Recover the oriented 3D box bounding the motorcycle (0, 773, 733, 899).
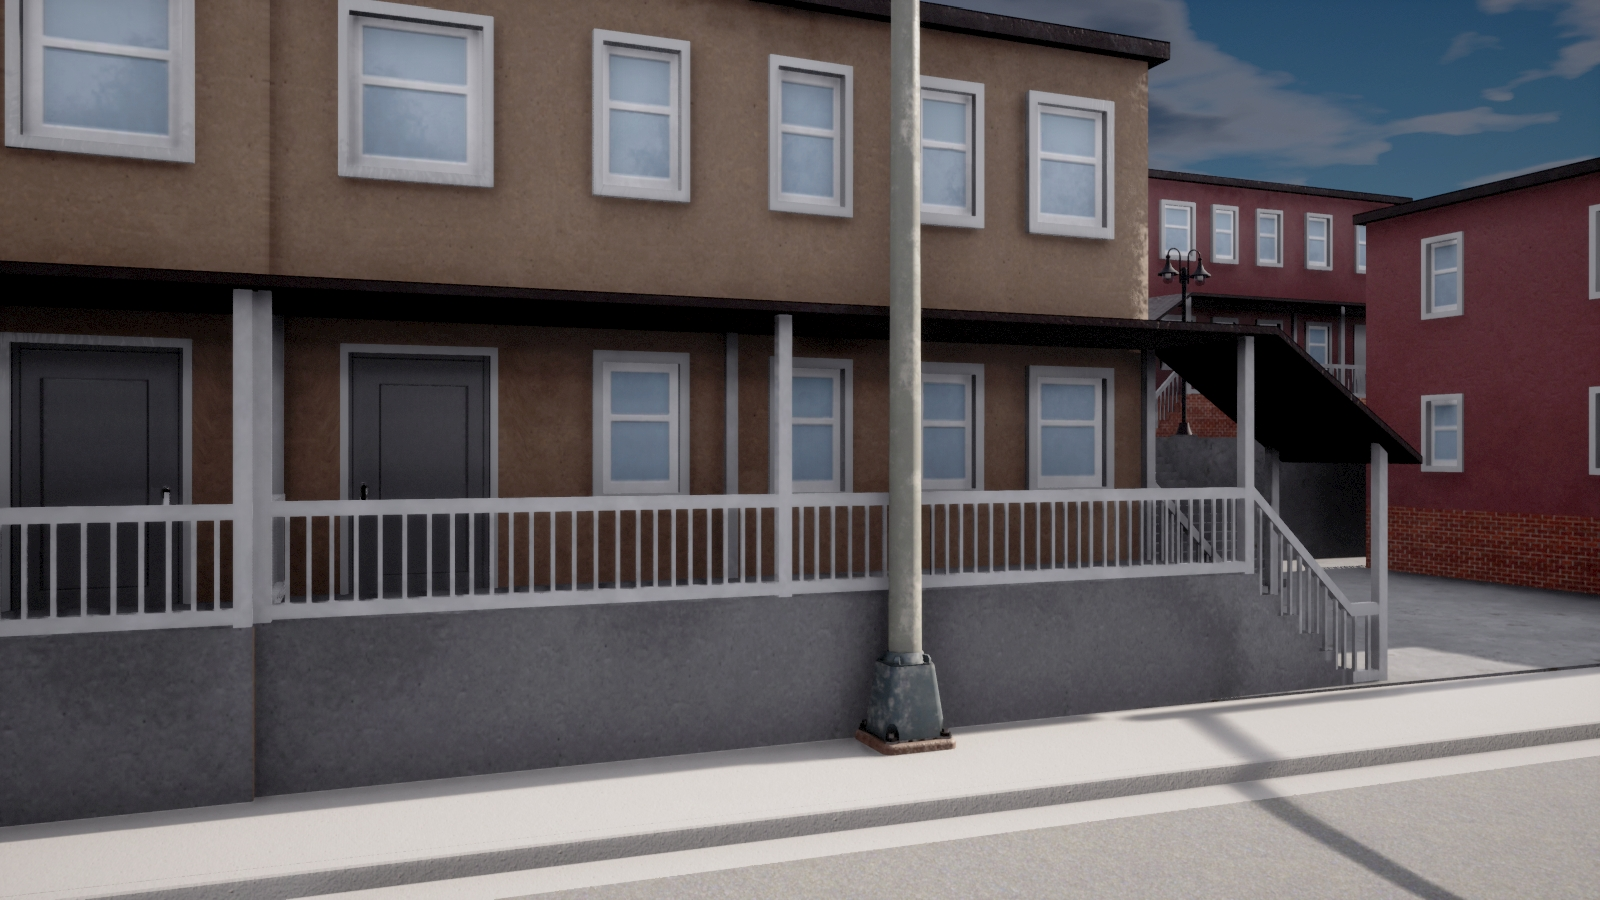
[{"bbox_3d":[-1.403,1.907,2.792,2.356,1.802,0.764,0,0,-20],"label":"motorcycle"}]
